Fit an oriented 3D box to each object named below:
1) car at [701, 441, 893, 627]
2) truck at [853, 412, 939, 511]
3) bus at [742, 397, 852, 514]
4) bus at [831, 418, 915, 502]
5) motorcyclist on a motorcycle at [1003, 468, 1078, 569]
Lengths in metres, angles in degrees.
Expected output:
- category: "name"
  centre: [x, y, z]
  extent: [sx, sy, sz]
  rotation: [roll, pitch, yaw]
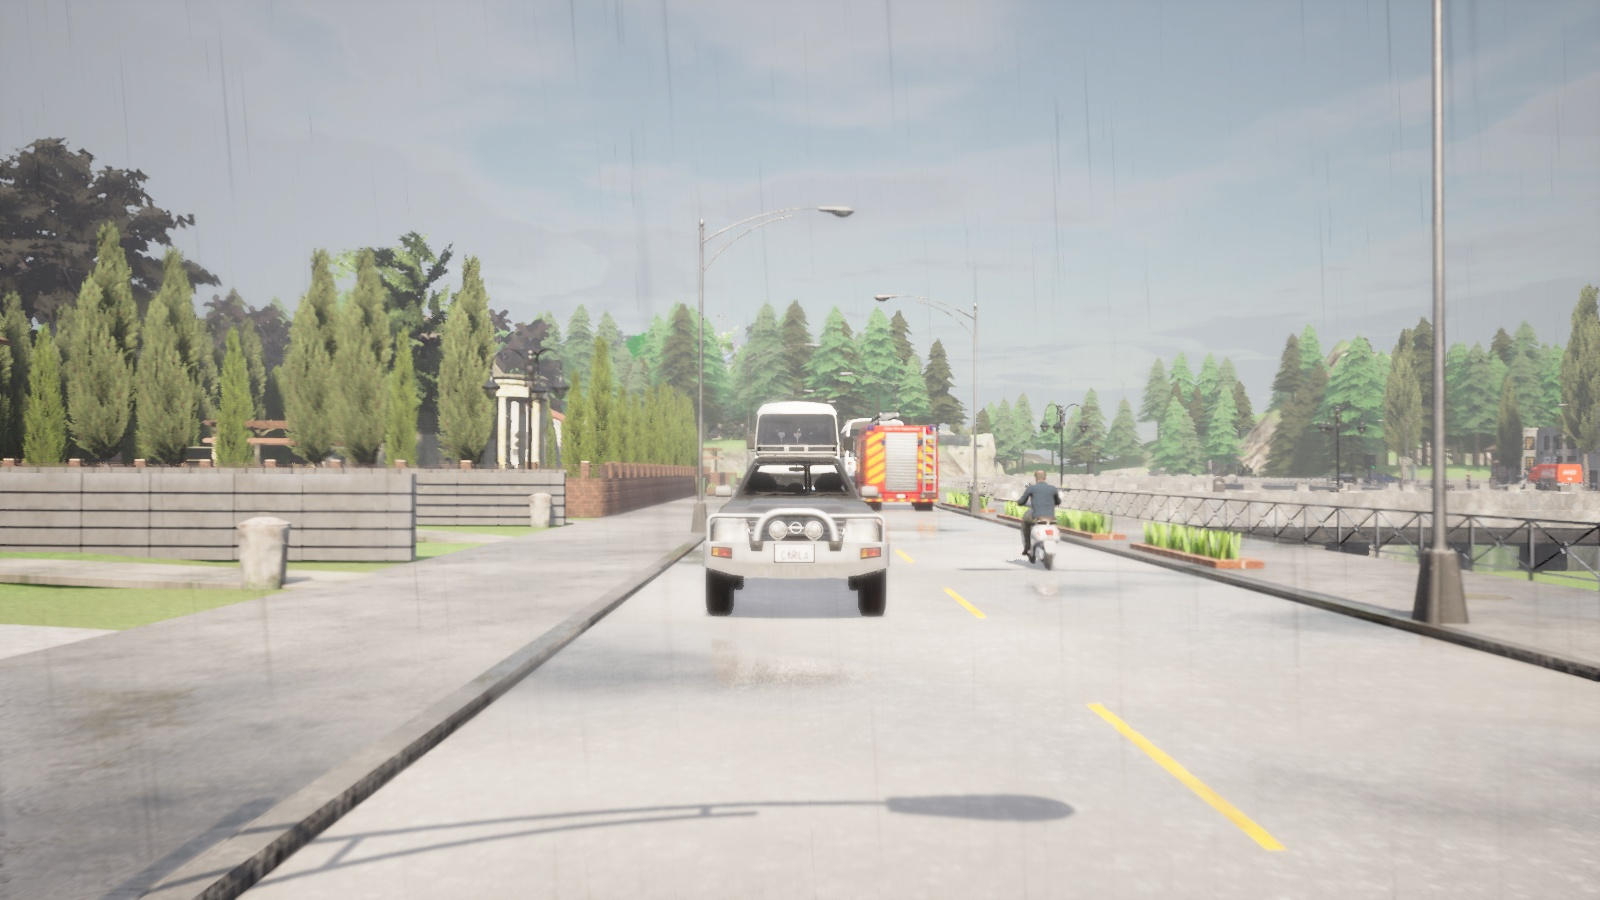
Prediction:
- category: "car"
  centre: [-0.036, 0.881, 14.933]
  extent: [1.932, 1.855, 4.605]
  rotation: [0, -1, 0]
- category: "truck"
  centre: [3.872, 0.515, 52.596]
  extent: [2.891, 3.827, 8.468]
  rotation: [0, -1, 0]
- category: "bus"
  centre: [-0.125, 0.288, 50.715]
  extent: [3.944, 4.253, 10.273]
  rotation: [0, -1, 0]
- category: "bus"
  centre: [3.833, 0.576, 68.874]
  extent: [3.944, 4.253, 10.273]
  rotation: [0, -1, 0]
- category: "motorcyclist on a motorcycle"
  centre: [3.951, 1.100, 20.772]
  extent: [0.866, 1.590, 1.817]
  rotation: [0, -1, 0]
